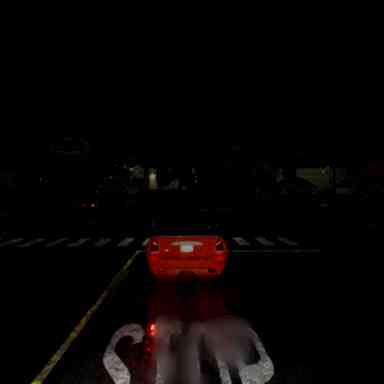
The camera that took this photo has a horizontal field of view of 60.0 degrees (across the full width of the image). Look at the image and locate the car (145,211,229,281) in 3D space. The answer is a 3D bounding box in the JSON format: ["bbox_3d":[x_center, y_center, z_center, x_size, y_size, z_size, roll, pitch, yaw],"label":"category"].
[{"bbox_3d":[-0.178,1.355,10.072,2.097,1.767,4.553,0,0,-2],"label":"car"}]

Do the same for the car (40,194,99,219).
[{"bbox_3d":[-10.855,1.251,29.395,5.566,2.045,2.150,-1,-1,26],"label":"car"}]
